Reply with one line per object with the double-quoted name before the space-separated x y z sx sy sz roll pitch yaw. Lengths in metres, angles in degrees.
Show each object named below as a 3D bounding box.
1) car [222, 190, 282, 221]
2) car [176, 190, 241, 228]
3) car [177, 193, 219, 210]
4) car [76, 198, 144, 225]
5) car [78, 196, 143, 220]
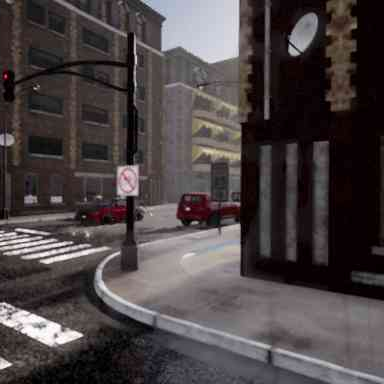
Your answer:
"car" 4.347 0.806 23.339 2.192 1.841 5.009 2 2 35
"car" 1.155 0.906 18.832 2.192 1.841 5.009 2 2 35
"car" 0.694 0.863 32.693 1.887 1.381 4.507 2 2 35
"car" -4.877 1.151 20.195 1.994 1.385 4.181 1 1 35
"car" -5.689 1.083 23.677 1.947 1.339 4.313 2 2 35
